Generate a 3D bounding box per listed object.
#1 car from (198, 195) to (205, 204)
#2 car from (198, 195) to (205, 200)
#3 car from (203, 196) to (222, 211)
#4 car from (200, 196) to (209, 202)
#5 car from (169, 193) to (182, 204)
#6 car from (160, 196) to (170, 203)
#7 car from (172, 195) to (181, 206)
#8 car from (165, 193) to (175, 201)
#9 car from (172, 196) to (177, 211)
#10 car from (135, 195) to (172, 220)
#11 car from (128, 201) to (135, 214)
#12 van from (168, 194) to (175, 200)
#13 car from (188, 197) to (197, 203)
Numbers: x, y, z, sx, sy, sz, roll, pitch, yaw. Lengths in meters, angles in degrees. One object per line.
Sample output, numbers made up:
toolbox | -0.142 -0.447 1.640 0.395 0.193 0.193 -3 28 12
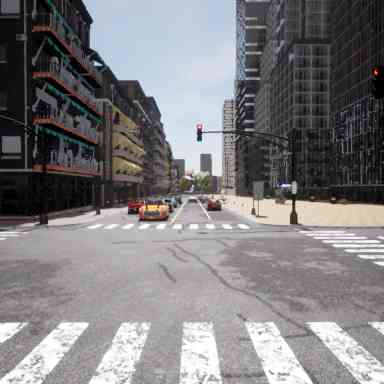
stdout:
car | 2.689 1.551 63.704 2.008 1.369 4.403 -1 0 0
car | 2.707 1.535 92.119 1.752 1.417 4.829 -1 0 0
car | 2.673 1.540 41.108 1.887 1.381 4.507 -1 0 0
car | 2.696 1.548 75.002 1.887 1.381 4.507 -1 0 0
car | -2.990 1.224 60.164 2.150 2.045 5.566 0 0 1
car | -5.655 1.584 69.301 1.802 1.307 4.206 -1 0 0
car | -3.060 1.544 47.987 2.033 1.411 5.357 0 0 0
car | -5.647 1.322 86.248 2.192 1.841 5.009 -1 0 0
car | -3.071 1.501 37.659 1.837 1.490 4.892 0 0 0
car | -3.080 1.348 27.662 2.097 1.767 4.553 0 0 0
car | -5.677 1.540 35.407 1.887 1.381 4.507 -1 0 0
van | -5.643 1.350 91.896 1.690 1.788 3.998 -1 0 0
car | 0.154 1.602 69.740 1.895 1.301 4.718 0 0 0
